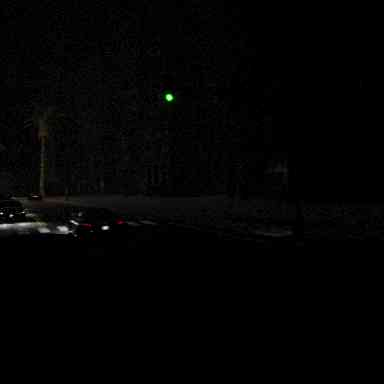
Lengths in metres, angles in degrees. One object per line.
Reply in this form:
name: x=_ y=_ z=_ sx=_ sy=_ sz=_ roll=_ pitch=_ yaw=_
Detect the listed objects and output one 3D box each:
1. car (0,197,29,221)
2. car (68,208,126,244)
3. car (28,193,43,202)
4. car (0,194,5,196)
car: x=-13.532 y=1.364 z=24.803 sx=1.837 sy=1.490 sz=4.892 roll=-1 pitch=1 yaw=-30
car: x=-4.473 y=1.426 z=15.361 sx=1.994 sy=1.385 sz=4.181 roll=-1 pitch=1 yaw=-28
car: x=-29.031 y=1.000 z=61.663 sx=2.128 sy=1.511 sz=4.902 roll=-2 pitch=1 yaw=-35
car: x=-23.187 y=1.310 z=41.194 sx=1.994 sy=1.385 sz=4.181 roll=-1 pitch=1 yaw=-32
